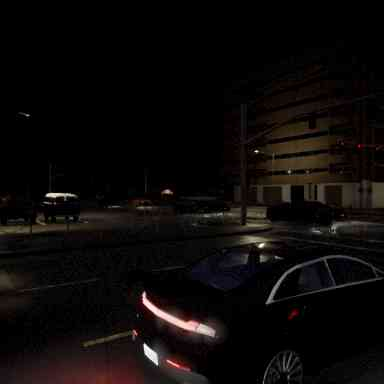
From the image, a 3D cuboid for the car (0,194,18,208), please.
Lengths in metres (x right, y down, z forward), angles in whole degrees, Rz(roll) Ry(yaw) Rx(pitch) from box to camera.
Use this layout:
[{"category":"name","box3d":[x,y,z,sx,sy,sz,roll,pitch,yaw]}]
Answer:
[{"category":"car","box3d":[-31.448,1.209,56.535,1.932,1.855,4.605,0,0,-34]}]

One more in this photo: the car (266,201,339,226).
[{"category":"car","box3d":[7.615,1.520,24.041,1.882,1.535,5.008,0,-1,-34]}]

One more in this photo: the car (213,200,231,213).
[{"category":"car","box3d":[2.472,1.620,37.792,1.994,1.385,4.181,0,0,-34]}]

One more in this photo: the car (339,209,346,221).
[{"category":"car","box3d":[9.905,1.554,26.900,1.837,1.490,4.892,0,0,-34]}]

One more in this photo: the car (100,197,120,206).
[{"category":"car","box3d":[-13.840,1.603,55.581,2.033,1.411,5.357,0,0,-34]}]

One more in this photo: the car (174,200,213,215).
[{"category":"car","box3d":[-0.206,1.581,35.509,1.812,1.442,4.674,0,0,-34]}]

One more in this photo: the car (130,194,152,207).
[{"category":"car","box3d":[-8.306,1.533,53.624,1.882,1.535,5.008,0,0,-34]}]

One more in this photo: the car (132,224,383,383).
[{"category":"car","box3d":[1.573,1.492,4.865,4.902,1.511,2.128,0,0,-34]}]
